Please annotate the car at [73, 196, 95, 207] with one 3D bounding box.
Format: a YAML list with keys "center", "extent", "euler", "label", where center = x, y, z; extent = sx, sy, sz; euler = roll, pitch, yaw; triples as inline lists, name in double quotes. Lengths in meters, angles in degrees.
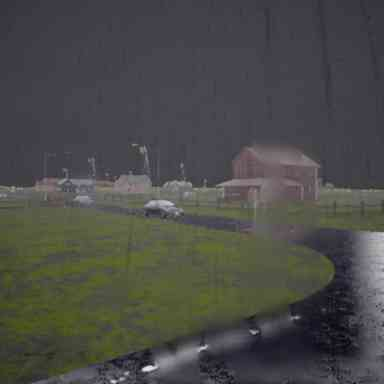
- center: [-14.489, 1.216, 44.459]
  extent: [1.812, 1.442, 4.674]
  euler: [0, 0, -35]
  label: "car"

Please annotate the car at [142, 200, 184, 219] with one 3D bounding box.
- center: [-2.473, 1.362, 27.393]
  extent: [1.812, 1.442, 4.674]
  euler: [0, 0, -35]
  label: "car"
